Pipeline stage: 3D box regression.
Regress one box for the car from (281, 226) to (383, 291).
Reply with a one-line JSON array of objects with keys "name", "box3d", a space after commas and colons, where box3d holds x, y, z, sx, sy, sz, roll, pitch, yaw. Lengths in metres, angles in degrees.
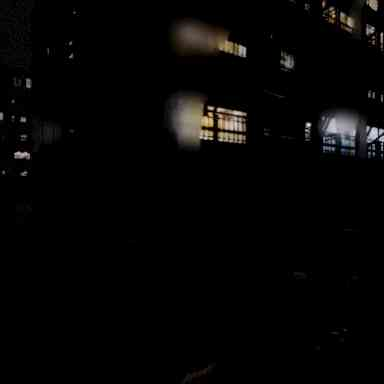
[{"name": "car", "box3d": [4.350, 1.643, 9.216, 4.313, 1.339, 1.947, 1, -1, -36]}]
